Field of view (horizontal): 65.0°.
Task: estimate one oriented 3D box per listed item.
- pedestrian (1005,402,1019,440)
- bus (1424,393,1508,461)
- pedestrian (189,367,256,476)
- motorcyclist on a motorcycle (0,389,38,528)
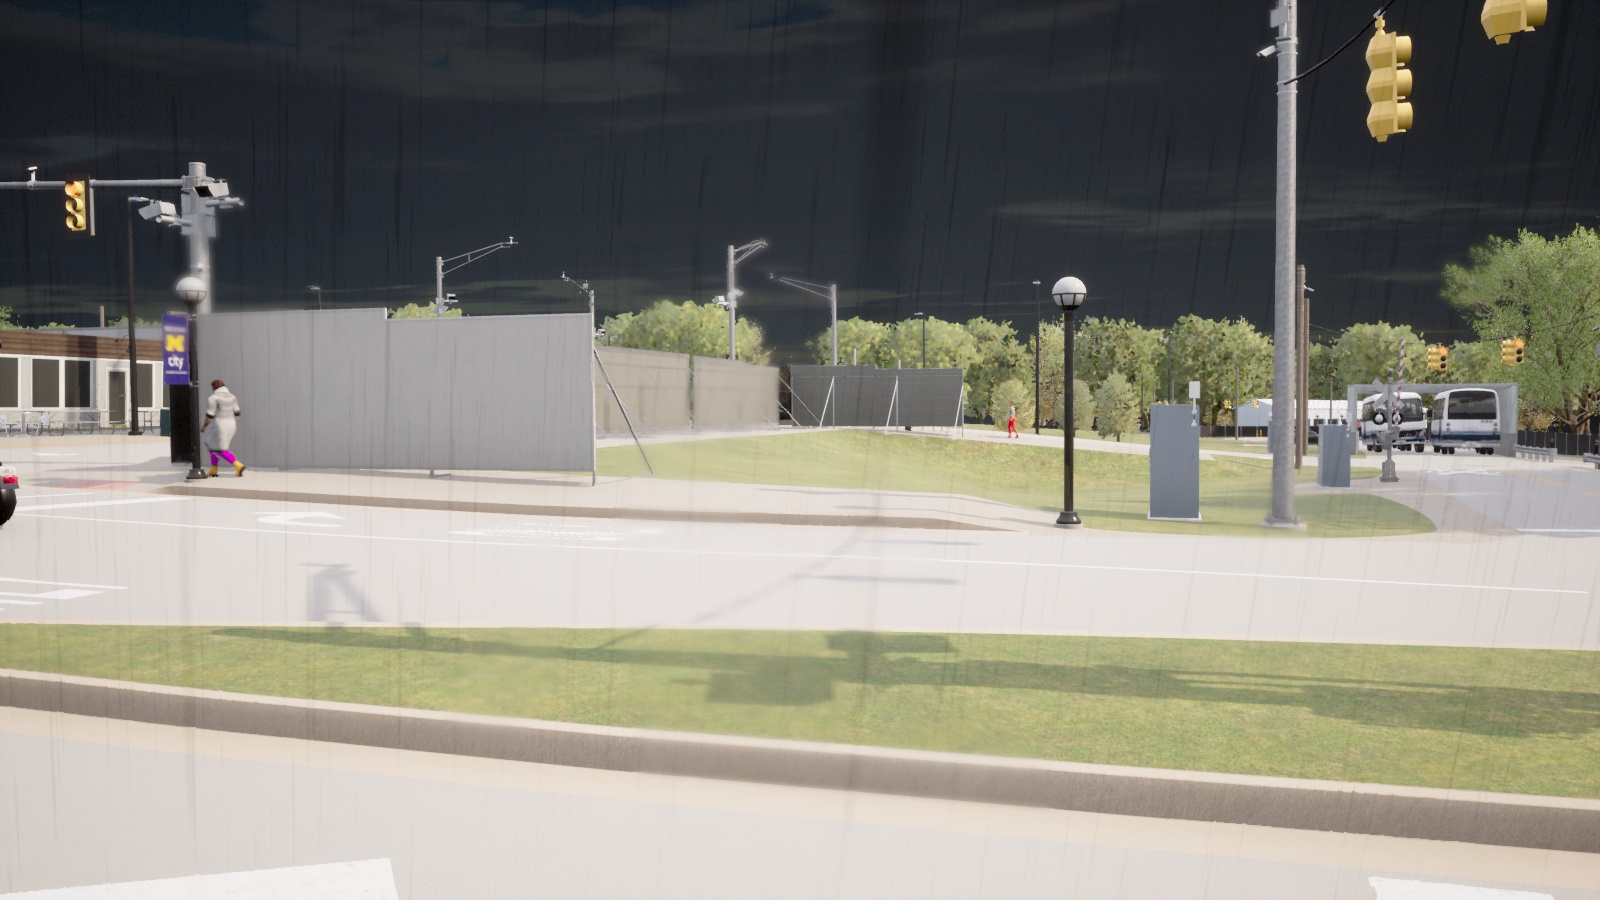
[{"bbox_3d":[10.236,-1.404,60.626,0.594,1.836,0.345,1,3,20],"label":"pedestrian"},{"bbox_3d":[44.606,-1.525,84.478,3.944,4.253,10.273,1,1,23],"label":"bus"},{"bbox_3d":[-10.541,-0.526,22.941,0.873,1.952,0.659,0,3,8],"label":"pedestrian"},{"bbox_3d":[-10.607,0.053,15.366,2.350,1.649,0.766,2,2,15],"label":"motorcyclist on a motorcycle"}]
